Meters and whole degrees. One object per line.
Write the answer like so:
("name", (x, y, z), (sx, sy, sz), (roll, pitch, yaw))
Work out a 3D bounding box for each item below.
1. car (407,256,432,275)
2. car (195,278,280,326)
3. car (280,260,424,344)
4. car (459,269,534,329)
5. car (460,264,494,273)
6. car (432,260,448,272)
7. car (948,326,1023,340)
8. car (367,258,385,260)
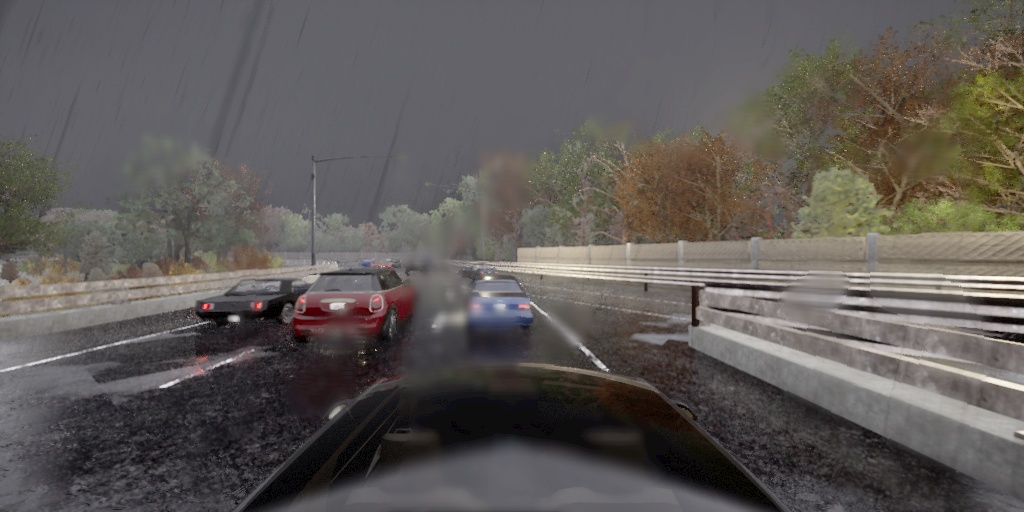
("car", (-10.388, 1.010, 38.895), (2.150, 2.045, 5.566), (0, 0, -20))
("car", (-7.567, 1.361, 11.684), (1.895, 1.301, 4.718), (0, 0, -6))
("car", (-3.929, 1.110, 9.842), (2.097, 1.767, 4.553), (0, 0, -5))
("car", (-0.533, 1.304, 11.270), (2.033, 1.411, 5.357), (0, 0, -6))
("car", (-2.734, 1.325, 29.251), (2.033, 1.411, 5.357), (0, 0, -24))
("car", (-9.540, 1.299, 45.969), (1.837, 1.490, 4.892), (0, -1, -24))
("car", (11.655, 1.301, 6.117), (2.033, 1.411, 5.357), (0, 0, -40))
("car", (-13.673, 1.139, 37.513), (2.097, 1.767, 4.553), (0, 0, -19))
